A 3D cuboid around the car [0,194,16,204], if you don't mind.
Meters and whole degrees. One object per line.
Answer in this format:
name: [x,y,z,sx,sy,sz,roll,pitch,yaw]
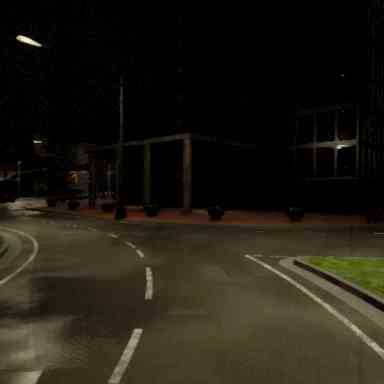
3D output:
car: [-28.519,1.067,50.203,2.033,1.411,5.357,0,0,-6]
